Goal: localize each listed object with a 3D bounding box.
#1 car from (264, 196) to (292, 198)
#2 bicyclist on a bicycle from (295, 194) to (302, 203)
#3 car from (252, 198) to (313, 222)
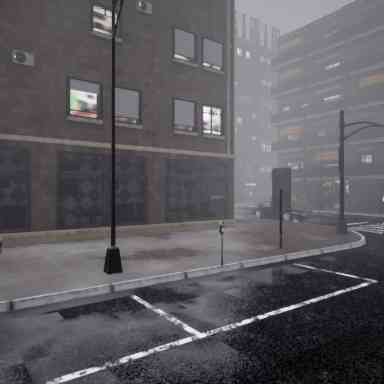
[{"bbox_3d":[7.478,1.124,26.978,2.097,1.767,4.553,0,1,-36],"label":"car"},{"bbox_3d":[11.563,1.011,36.223,1.656,1.620,0.582,0,1,-36],"label":"bicyclist on a bicycle"},{"bbox_3d":[6.302,1.342,24.208,2.008,1.369,4.403,1,0,-36],"label":"car"}]
